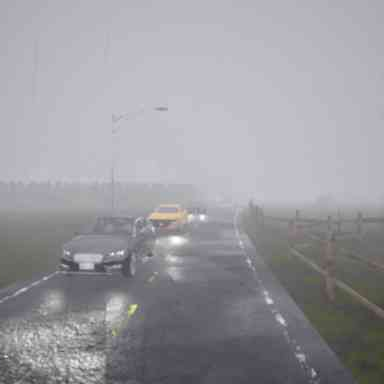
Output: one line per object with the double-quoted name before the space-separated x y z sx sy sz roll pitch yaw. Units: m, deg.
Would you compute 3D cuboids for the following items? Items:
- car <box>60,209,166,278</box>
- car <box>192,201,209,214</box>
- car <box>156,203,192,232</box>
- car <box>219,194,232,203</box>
"car" -2.327 1.502 10.319 2.128 1.511 4.902 0 0 4
"car" 0.726 1.682 36.446 1.994 1.385 4.181 0 0 9
"car" -1.417 1.522 20.814 1.882 1.535 5.008 0 0 6
"car" 7.652 1.741 75.505 1.994 1.385 4.181 0 0 7
